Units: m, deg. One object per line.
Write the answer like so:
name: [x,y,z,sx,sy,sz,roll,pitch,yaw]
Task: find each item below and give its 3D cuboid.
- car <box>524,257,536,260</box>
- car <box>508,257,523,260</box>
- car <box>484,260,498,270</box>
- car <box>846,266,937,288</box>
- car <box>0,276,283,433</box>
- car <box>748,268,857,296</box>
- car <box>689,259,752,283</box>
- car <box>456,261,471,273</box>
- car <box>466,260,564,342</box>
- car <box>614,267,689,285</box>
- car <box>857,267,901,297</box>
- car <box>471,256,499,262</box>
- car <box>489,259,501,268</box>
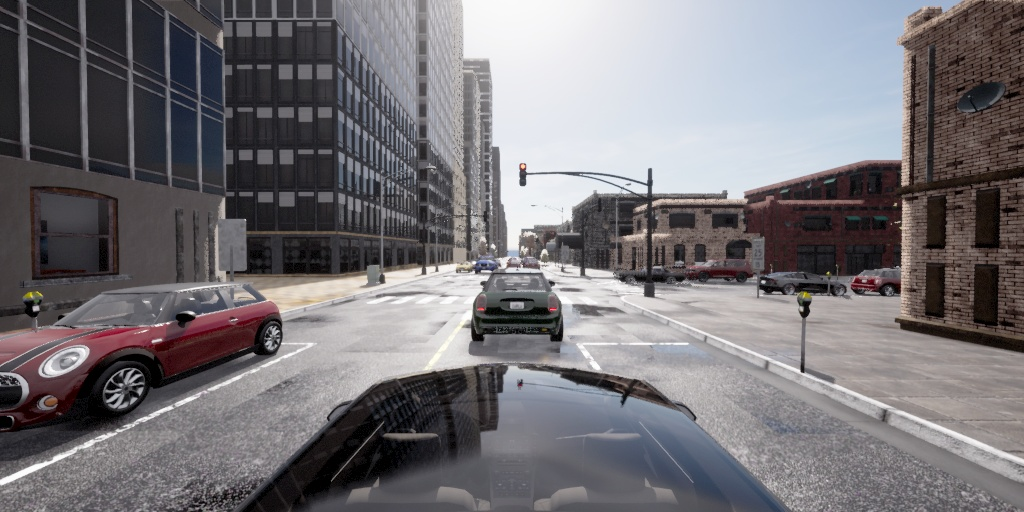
car: [2.808,1.179,49.175,1.967,1.591,4.097,0,0,0]
car: [0.214,1.265,47.936,1.812,1.442,4.674,0,0,0]
car: [-2.969,1.264,51.730,1.812,1.442,4.674,0,0,0]
car: [27.490,1.521,26.092,4.674,1.442,1.812,1,1,1]
car: [-5.682,1.188,5.659,1.967,1.591,4.097,0,0,0]
car: [16.458,1.547,20.480,4.313,1.339,1.948,0,0,1]
car: [16.585,1.165,28.858,5.009,1.841,2.192,0,0,1]
car: [-5.725,1.265,43.437,1.751,1.417,4.829,0,0,0]
car: [0.155,1.100,9.953,2.097,1.767,4.553,0,0,1]
car: [10.064,1.426,26.493,4.718,1.301,1.895,1,1,3]
car: [22.005,1.474,20.395,4.097,1.591,1.967,0,0,1]
car: [-2.990,0.962,41.540,2.150,2.045,5.566,0,0,1]
car: [-2.913,1.262,63.080,1.812,1.442,4.674,0,0,0]
